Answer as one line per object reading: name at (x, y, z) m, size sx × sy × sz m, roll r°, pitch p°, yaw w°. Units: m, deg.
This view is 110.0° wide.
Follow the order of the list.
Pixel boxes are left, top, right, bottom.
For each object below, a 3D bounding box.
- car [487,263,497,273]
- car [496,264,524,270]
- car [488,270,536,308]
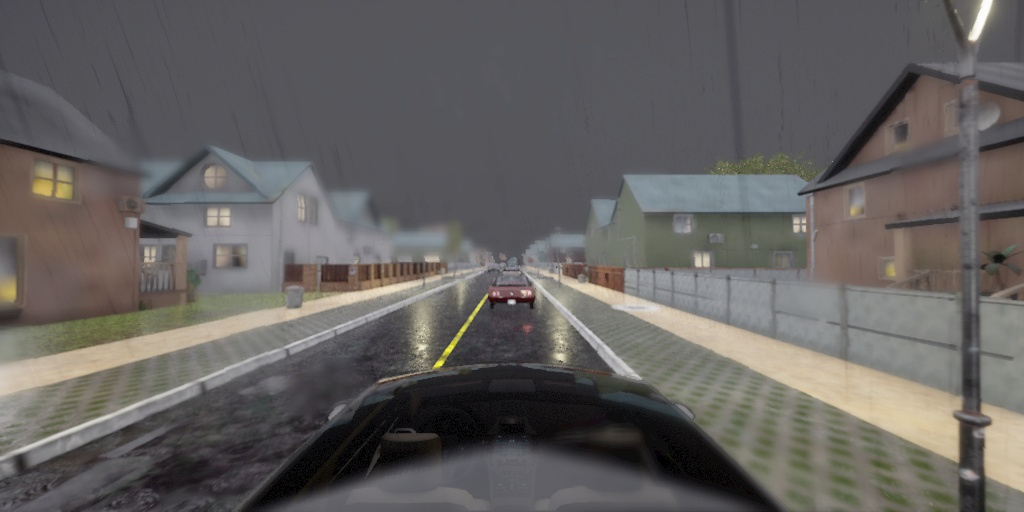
car at (-2.783, 1.898, 56.273) m, size 1.837 × 1.490 × 4.892 m, roll 0°, pitch -1°, yaw 0°
car at (-0.011, 1.555, 31.129) m, size 2.128 × 1.511 × 4.902 m, roll 0°, pitch -1°, yaw 0°
car at (-0.005, 1.492, 15.948) m, size 1.895 × 1.301 × 4.718 m, roll 0°, pitch -1°, yaw 0°
